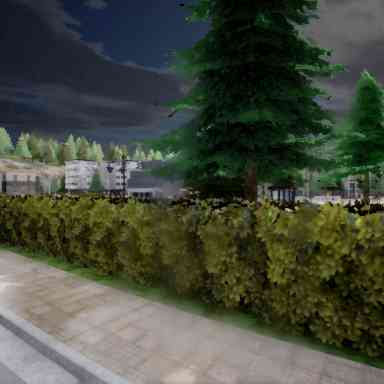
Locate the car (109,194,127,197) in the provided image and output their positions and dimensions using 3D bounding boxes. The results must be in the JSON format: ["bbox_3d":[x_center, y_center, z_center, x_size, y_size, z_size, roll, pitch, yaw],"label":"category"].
[{"bbox_3d":[-10.576,1.388,52.743,1.970,1.475,3.806,0,0,43],"label":"car"}]

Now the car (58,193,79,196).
[{"bbox_3d":[-28.377,1.159,79.465,2.152,1.636,5.027,0,0,43],"label":"car"}]

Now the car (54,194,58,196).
[{"bbox_3d":[-33.257,1.239,83.645,1.970,1.475,3.806,0,0,43],"label":"car"}]

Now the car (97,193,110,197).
[{"bbox_3d":[-16.700,1.102,68.963,1.932,1.855,4.605,0,0,43],"label":"car"}]

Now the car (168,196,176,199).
[{"bbox_3d":[-3.307,1.377,56.078,1.845,1.501,3.633,0,0,43],"label":"car"}]

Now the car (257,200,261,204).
[{"bbox_3d":[9.637,1.354,44.217,2.097,1.767,4.553,0,0,43],"label":"car"}]
